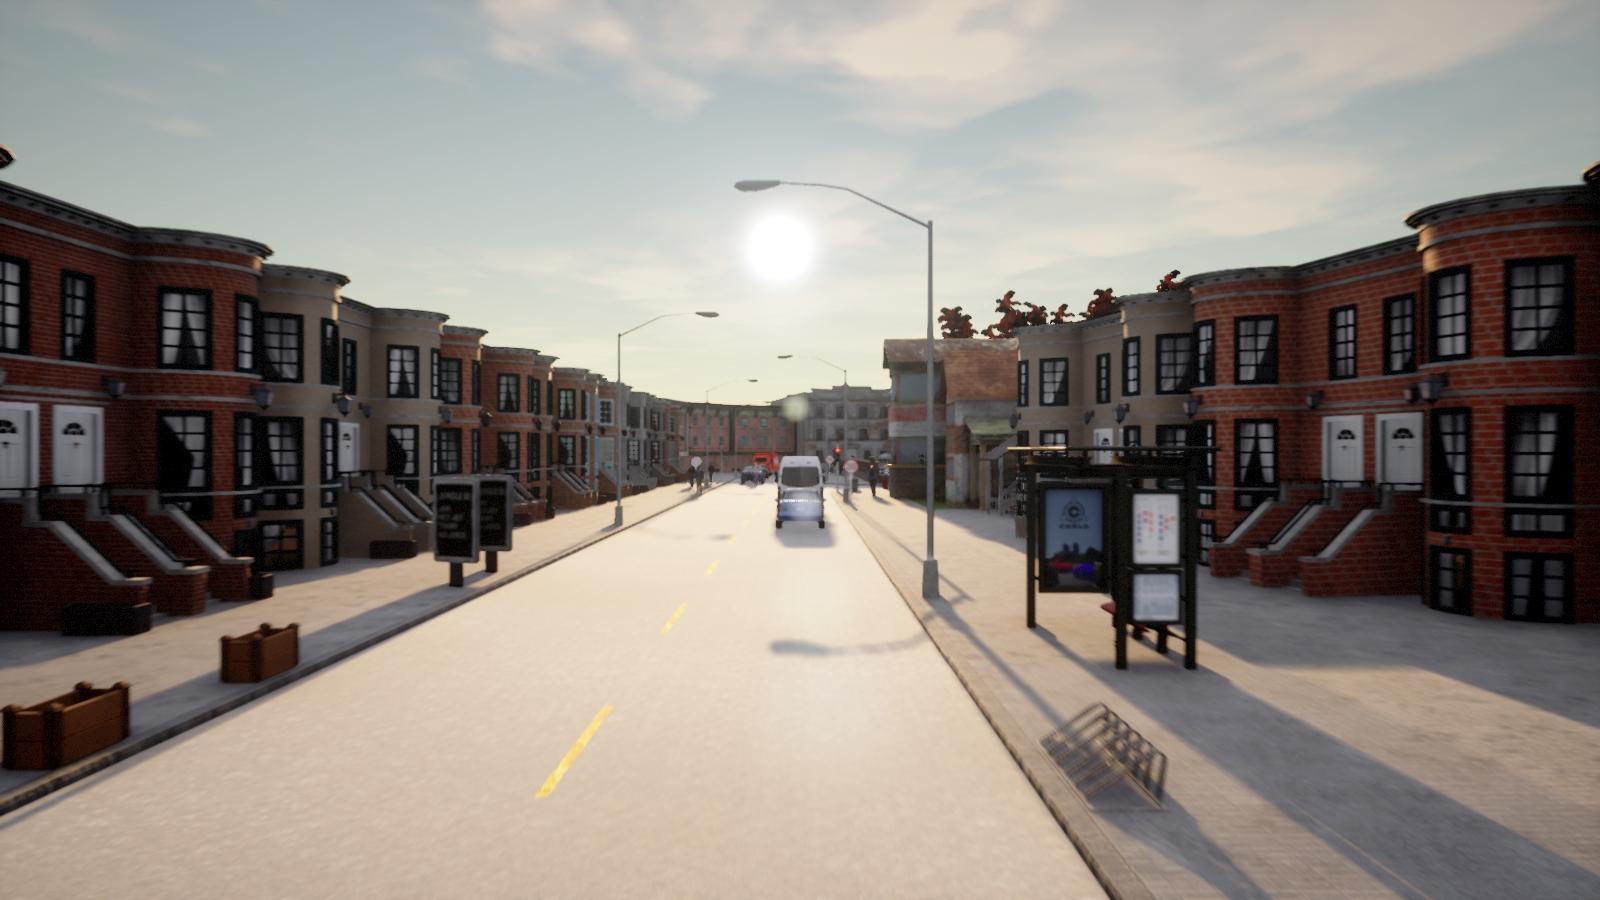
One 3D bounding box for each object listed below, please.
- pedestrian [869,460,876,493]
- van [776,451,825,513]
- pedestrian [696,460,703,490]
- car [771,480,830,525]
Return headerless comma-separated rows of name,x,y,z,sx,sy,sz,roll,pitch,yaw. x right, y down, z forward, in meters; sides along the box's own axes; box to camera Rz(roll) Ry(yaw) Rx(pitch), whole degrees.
pedestrian,4.194,1.526,65.836,0.375,1.860,0.375,0,0,-1
van,0.013,1.316,49.871,1.988,2.561,5.915,0,0,0
pedestrian,-6.226,1.527,70.796,0.375,1.860,0.375,0,0,14
car,0.013,1.887,42.419,2.033,1.411,5.357,0,0,0
